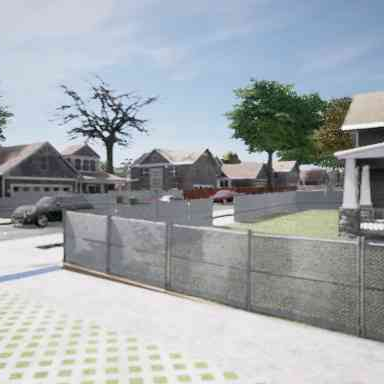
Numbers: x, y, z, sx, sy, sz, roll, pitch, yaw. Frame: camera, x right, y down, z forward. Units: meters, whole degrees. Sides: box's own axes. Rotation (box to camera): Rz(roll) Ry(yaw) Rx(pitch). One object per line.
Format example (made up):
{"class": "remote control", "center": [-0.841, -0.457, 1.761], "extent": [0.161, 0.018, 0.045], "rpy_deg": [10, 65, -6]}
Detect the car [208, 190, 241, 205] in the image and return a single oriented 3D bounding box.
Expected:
{"class": "car", "center": [3.543, 0.539, 35.985], "extent": [1.882, 1.535, 5.008], "rpy_deg": [0, 2, 35]}

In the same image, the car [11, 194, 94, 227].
{"class": "car", "center": [-8.034, 0.965, 19.530], "extent": [2.097, 1.767, 4.553], "rpy_deg": [0, 2, 35]}

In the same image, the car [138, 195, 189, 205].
{"class": "car", "center": [-2.353, 0.941, 27.618], "extent": [1.895, 1.301, 4.718], "rpy_deg": [0, 2, 35]}
